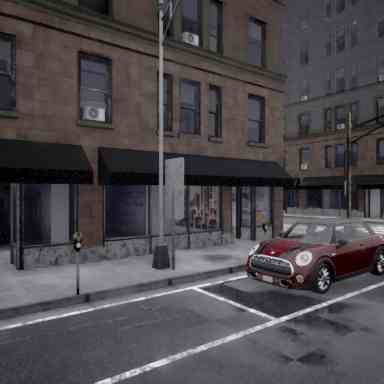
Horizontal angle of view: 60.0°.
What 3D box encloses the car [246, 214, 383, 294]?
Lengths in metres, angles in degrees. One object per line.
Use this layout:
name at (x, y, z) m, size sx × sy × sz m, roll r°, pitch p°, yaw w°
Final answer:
car at (3.312, 1.440, 8.722) m, size 4.097 × 1.590 × 1.967 m, roll 0°, pitch 0°, yaw -37°
